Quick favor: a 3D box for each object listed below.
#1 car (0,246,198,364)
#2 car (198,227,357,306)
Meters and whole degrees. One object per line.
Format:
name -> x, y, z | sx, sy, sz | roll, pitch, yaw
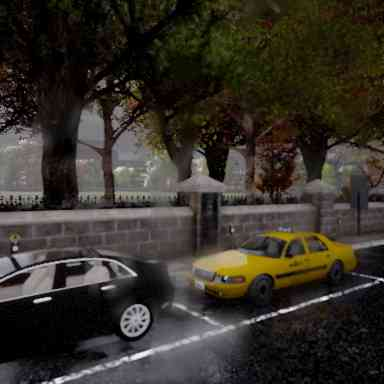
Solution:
car -> -2.327, 1.556, 4.903 | 4.403, 1.369, 2.008 | 0, 0, -36
car -> 2.111, 1.564, 8.085 | 4.829, 1.417, 1.752 | 0, 0, -36
